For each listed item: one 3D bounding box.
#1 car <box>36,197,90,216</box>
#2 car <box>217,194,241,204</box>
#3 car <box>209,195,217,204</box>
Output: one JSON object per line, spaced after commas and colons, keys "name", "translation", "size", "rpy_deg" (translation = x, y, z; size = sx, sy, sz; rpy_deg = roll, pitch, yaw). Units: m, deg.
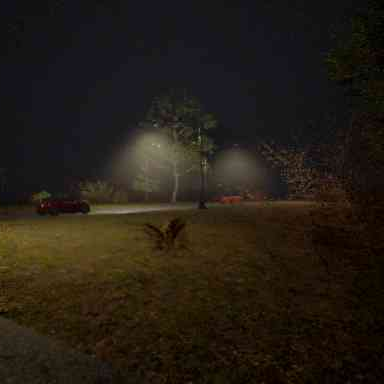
{"name": "car", "translation": [-11.529, 1.194, 30.128], "size": [2.097, 1.767, 4.553], "rpy_deg": [-2, -1, 35]}
{"name": "car", "translation": [6.698, 1.034, 55.631], "size": [2.097, 1.767, 4.553], "rpy_deg": [-2, -1, 36]}
{"name": "car", "translation": [4.947, 1.243, 59.327], "size": [1.882, 1.535, 5.008], "rpy_deg": [-2, -1, 36]}
